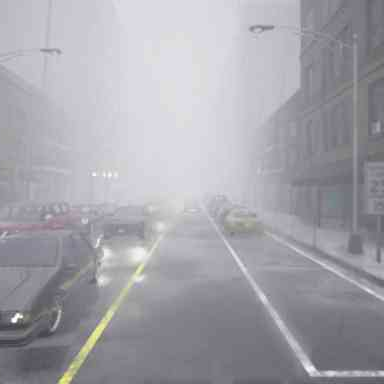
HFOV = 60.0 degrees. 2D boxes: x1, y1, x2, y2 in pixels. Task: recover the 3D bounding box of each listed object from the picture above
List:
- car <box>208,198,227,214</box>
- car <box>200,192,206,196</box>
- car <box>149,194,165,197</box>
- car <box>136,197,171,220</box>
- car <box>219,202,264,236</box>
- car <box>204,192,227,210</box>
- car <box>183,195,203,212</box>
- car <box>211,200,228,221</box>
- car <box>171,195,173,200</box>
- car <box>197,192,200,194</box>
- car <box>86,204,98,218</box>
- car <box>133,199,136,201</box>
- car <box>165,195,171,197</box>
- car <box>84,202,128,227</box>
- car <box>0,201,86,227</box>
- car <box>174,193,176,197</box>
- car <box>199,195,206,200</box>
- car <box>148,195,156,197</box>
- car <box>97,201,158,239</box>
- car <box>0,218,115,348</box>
[{"bbox_3d":[2.661,1.495,28.897,1.947,1.339,4.313,0,0,0],"label":"car"},{"bbox_3d":[2.987,1.081,57.502,2.150,2.045,5.566,0,0,0],"label":"car"},{"bbox_3d":[-5.870,1.185,51.256,2.192,1.841,5.009,0,0,0],"label":"car"},{"bbox_3d":[-3.091,1.409,27.575,1.882,1.535,5.008,0,0,0],"label":"car"},{"bbox_3d":[2.663,1.483,17.878,1.752,1.417,4.829,0,0,0],"label":"car"},{"bbox_3d":[2.659,1.230,34.490,2.192,1.841,5.009,0,0,0],"label":"car"},{"bbox_3d":[0.045,1.432,37.538,1.812,1.442,4.674,0,0,0],"label":"car"},{"bbox_3d":[2.662,1.494,23.302,2.008,1.369,4.403,0,0,0],"label":"car"},{"bbox_3d":[-5.876,1.363,73.640,1.887,1.381,4.507,0,0,0],"label":"car"},{"bbox_3d":[2.650,1.261,73.650,1.967,1.590,4.097,0,0,0],"label":"car"},{"bbox_3d":[-5.863,1.396,17.682,1.967,1.590,4.097,0,0,0],"label":"car"},{"bbox_3d":[-5.866,1.438,34.300,1.752,1.417,4.829,0,0,0],"label":"car"},{"bbox_3d":[-5.874,1.375,68.044,1.887,1.381,4.507,0,0,0],"label":"car"},{"bbox_3d":[-5.864,1.486,23.278,1.887,1.381,4.507,0,0,0],"label":"car"},{"bbox_3d":[-5.861,1.285,12.086,2.192,1.841,5.009,0,0,0],"label":"car"},{"bbox_3d":[-5.878,1.345,84.832,2.008,1.369,4.403,0,0,0],"label":"car"},{"bbox_3d":[2.648,1.379,84.839,1.802,1.307,4.206,0,0,0],"label":"car"},{"bbox_3d":[-5.868,1.449,40.066,2.008,1.369,4.403,0,0,0],"label":"car"},{"bbox_3d":[-3.104,1.435,17.130,1.882,1.535,5.008,0,0,0],"label":"car"},{"bbox_3d":[-3.126,1.531,6.803,2.033,1.411,5.357,0,0,-4],"label":"car"}]
